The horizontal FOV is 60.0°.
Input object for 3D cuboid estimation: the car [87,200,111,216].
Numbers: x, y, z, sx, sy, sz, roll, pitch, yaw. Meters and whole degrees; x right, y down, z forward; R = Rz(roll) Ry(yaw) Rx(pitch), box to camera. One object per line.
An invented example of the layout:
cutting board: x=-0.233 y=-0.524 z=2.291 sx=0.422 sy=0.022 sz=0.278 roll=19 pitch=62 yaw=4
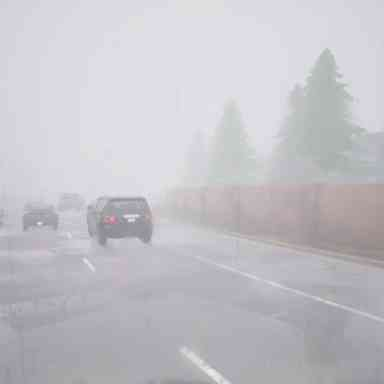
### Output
car: x=-8.938 y=1.499 z=32.205 sx=1.994 sy=1.385 sz=4.181 roll=0 pitch=0 yaw=-13

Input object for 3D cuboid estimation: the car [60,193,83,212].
car: x=-13.496 y=1.143 z=37.618 sx=2.150 sy=2.045 sz=5.566 roll=0 pitch=-1 yaw=-9

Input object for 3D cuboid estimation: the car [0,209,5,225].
car: x=-12.852 y=1.465 z=20.413 sx=1.837 sy=1.490 sz=4.892 roll=0 pitch=0 yaw=-19

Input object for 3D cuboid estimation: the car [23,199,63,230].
car: x=-9.282 y=1.466 z=20.724 sx=1.837 sy=1.490 sz=4.892 roll=0 pitch=0 yaw=-20

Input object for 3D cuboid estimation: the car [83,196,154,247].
car: x=-3.456 y=1.191 z=15.345 sx=2.150 sy=2.045 sz=5.566 roll=0 pitch=0 yaw=-24
